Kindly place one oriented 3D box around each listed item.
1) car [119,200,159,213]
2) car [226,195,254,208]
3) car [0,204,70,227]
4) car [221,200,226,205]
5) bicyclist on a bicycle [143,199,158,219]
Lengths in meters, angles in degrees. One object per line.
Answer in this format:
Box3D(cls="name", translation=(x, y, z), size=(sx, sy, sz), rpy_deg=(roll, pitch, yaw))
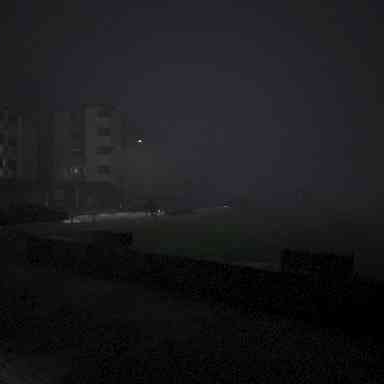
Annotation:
Box3D(cls="car", translation=(-5.901, 1.621, 37.336), size=(1.895, 1.301, 4.718), rpy_deg=(0, 0, 36))
Box3D(cls="car", translation=(7.346, 1.368, 48.742), size=(2.097, 1.767, 4.553), rpy_deg=(0, 0, 36))
Box3D(cls="car", translation=(-11.308, 1.565, 23.046), size=(2.033, 1.411, 5.357), rpy_deg=(0, 0, 41))
Box3D(cls="car", translation=(6.883, 1.566, 55.058), size=(2.033, 1.411, 5.357), rpy_deg=(0, 0, 36))
Box3D(cls="bicyclist on a bicycle", translation=(-3.303, 1.363, 26.531), size=(1.656, 1.620, 0.582), rpy_deg=(0, 0, 36))
